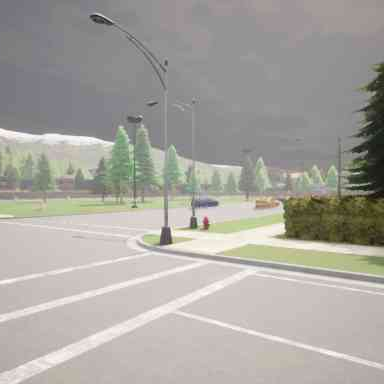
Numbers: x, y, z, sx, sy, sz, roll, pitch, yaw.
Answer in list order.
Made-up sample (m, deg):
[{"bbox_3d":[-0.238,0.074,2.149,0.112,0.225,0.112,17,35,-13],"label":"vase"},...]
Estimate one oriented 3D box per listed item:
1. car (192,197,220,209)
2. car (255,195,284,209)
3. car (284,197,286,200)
[{"bbox_3d":[1.992,1.477,45.926,1.882,1.535,5.008,0,0,36],"label":"car"},{"bbox_3d":[10.387,1.477,45.592,1.882,1.535,5.008,0,0,36],"label":"car"},{"bbox_3d":[17.518,1.353,67.408,2.097,1.767,4.553,0,0,36],"label":"car"}]
